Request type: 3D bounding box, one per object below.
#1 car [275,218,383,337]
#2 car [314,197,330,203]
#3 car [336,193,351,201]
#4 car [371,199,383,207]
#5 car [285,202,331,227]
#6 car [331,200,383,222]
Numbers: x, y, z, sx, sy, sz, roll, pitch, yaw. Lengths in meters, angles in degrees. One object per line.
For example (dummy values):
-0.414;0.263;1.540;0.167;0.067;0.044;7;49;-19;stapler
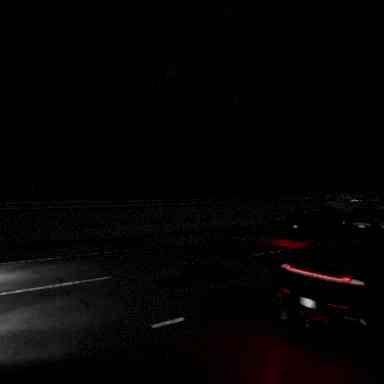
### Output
3.767;1.502;6.559;4.902;1.511;2.128;0;0;-36;car
25.499;1.742;65.175;1.994;1.385;4.181;1;0;38;car
35.303;1.337;77.569;2.150;2.045;5.566;1;1;39;car
33.082;1.953;57.592;4.718;1.301;1.895;1;-1;-35;car
6.949;1.500;17.308;5.008;1.535;1.882;0;0;-36;car
8.184;1.373;13.889;4.553;1.767;2.097;0;0;-36;car
